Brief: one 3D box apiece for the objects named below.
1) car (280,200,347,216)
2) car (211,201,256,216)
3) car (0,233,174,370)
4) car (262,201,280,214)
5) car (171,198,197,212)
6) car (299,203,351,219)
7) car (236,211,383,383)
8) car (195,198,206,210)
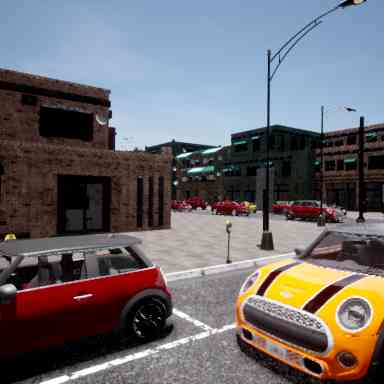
[{"bbox_3d":[9.901,1.479,27.005,2.097,1.767,4.553,1,-1,-35],"label":"car"},{"bbox_3d":[4.073,1.701,35.347,1.882,1.535,5.008,1,-1,-35],"label":"car"},{"bbox_3d":[-2.383,1.440,4.844,4.097,1.590,1.967,0,1,-36],"label":"car"},{"bbox_3d":[9.803,1.739,37.239,1.967,1.590,4.097,0,-1,-35],"label":"car"},{"bbox_3d":[-1.796,1.848,43.807,1.812,1.442,4.674,1,-1,-35],"label":"car"},{"bbox_3d":[12.967,1.811,32.681,1.947,1.339,4.313,0,-1,-35],"label":"car"},{"bbox_3d":[2.866,1.353,5.426,4.553,1.767,2.097,0,0,-36],"label":"car"},{"bbox_3d":[0.307,1.772,50.911,2.192,1.841,5.009,0,-1,-35],"label":"car"}]
